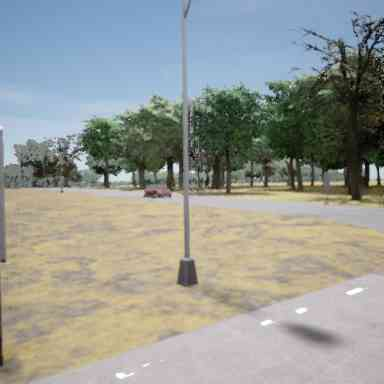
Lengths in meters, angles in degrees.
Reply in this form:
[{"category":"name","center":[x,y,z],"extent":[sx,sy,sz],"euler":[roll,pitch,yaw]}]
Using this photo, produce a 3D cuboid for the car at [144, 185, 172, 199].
[{"category":"car","center":[-4.485,-0.126,43.575],"extent":[2.097,1.767,4.553],"euler":[-2,3,-36]}]
